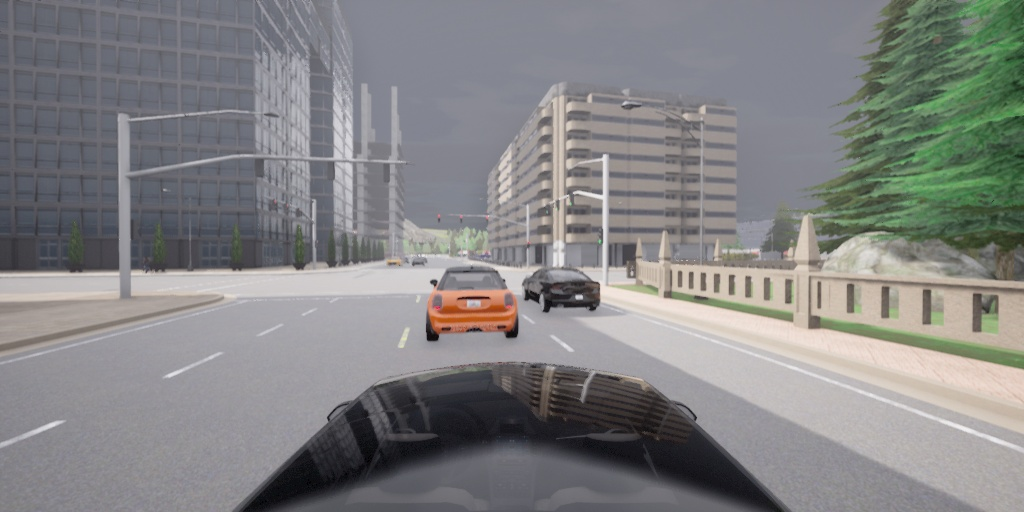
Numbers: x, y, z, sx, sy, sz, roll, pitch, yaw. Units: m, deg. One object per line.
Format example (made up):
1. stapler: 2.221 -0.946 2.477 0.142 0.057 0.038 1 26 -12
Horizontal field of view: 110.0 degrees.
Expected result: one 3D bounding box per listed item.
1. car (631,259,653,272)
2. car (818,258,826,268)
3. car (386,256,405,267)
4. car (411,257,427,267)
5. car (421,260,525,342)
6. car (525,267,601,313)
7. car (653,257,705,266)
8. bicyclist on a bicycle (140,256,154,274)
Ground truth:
1. car: 14.971 1.034 39.311 4.902 1.511 2.128 0 0 -12
2. car: 37.706 0.995 44.265 5.008 1.535 1.882 0 0 -12
3. car: -17.848 0.842 54.497 1.882 1.535 5.008 0 0 -12
4. car: -14.465 0.865 55.421 1.837 1.490 4.892 0 0 -12
5. car: -1.181 1.043 9.908 2.097 1.767 4.553 0 0 -10
6. car: 1.686 1.142 13.771 1.882 1.535 5.008 0 0 -10
7. car: 17.208 0.917 36.218 4.553 1.767 2.097 0 0 -12
8. bicyclist on a bicycle: -33.998 0.864 33.441 0.582 1.620 1.656 0 1 -12
